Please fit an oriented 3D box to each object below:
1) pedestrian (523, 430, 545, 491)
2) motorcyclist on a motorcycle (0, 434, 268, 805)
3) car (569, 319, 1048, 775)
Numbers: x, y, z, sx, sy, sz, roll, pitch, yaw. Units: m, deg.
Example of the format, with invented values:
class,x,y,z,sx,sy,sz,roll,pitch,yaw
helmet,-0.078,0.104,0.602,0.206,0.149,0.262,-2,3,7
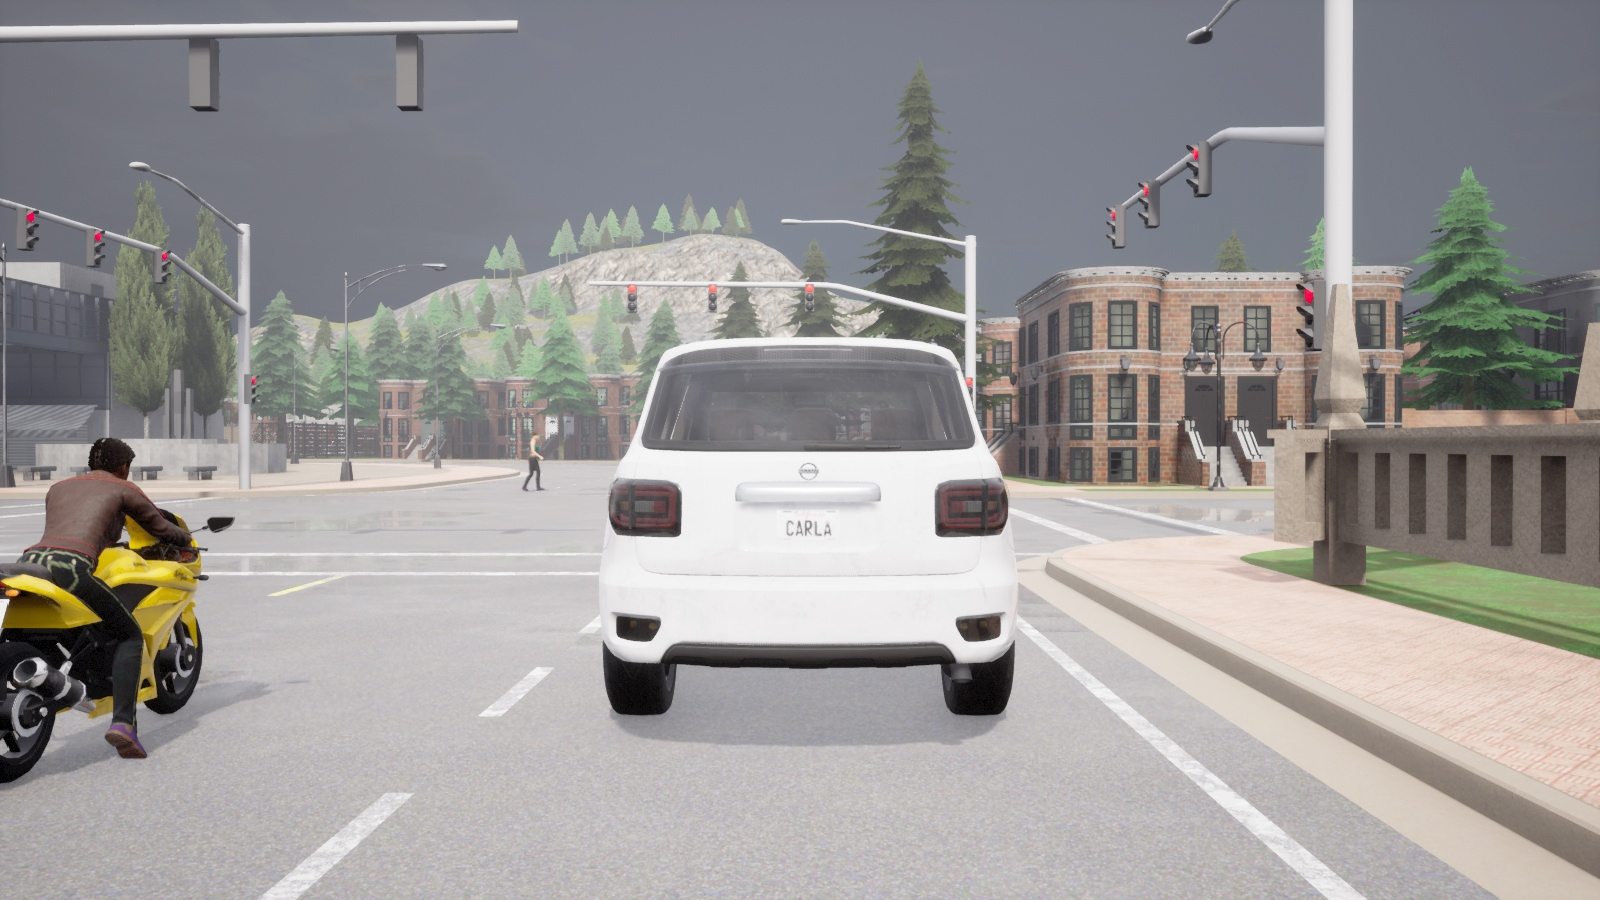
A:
class,x,y,z,sx,sy,sz,roll,pitch,yaw
pedestrian,-8.037,0.314,37.989,0.594,1.836,0.345,0,0,2
motorcyclist on a motorcycle,-3.453,0.691,6.178,0.797,1.523,2.044,0,0,0
car,0.058,0.418,8.421,2.150,2.045,5.566,0,0,0
